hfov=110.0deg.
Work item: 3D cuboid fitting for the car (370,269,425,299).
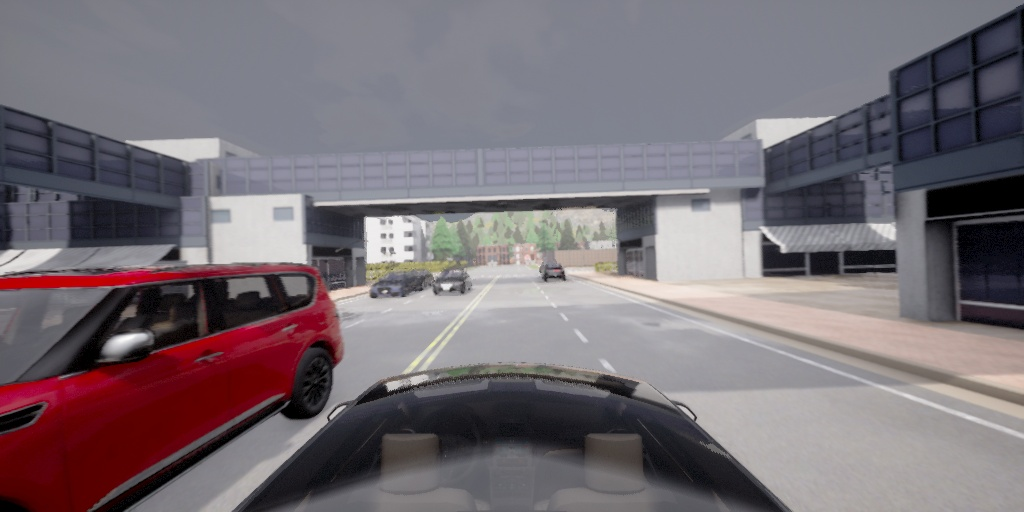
[{"bbox_3d":[-6.982,1.639,21.698,1.994,1.385,4.181,-2,4,2],"label":"car"}]

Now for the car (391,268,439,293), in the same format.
[{"bbox_3d":[-7.061,1.725,26.652,2.128,1.511,4.902,-2,-1,0],"label":"car"}]

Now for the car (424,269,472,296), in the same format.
[{"bbox_3d":[-3.592,1.552,22.155,2.128,1.511,4.902,-2,-1,0],"label":"car"}]

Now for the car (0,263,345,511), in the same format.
[{"bbox_3d":[-3.657,1.111,3.230,2.150,2.045,5.566,-2,-1,1],"label":"car"}]

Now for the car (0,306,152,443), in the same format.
[{"bbox_3d":[-7.165,1.559,3.420,2.033,1.411,5.357,-2,-1,0],"label":"car"}]

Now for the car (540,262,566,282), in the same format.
[{"bbox_3d":[3.585,1.393,31.725,2.128,1.511,4.902,-2,0,1],"label":"car"}]
